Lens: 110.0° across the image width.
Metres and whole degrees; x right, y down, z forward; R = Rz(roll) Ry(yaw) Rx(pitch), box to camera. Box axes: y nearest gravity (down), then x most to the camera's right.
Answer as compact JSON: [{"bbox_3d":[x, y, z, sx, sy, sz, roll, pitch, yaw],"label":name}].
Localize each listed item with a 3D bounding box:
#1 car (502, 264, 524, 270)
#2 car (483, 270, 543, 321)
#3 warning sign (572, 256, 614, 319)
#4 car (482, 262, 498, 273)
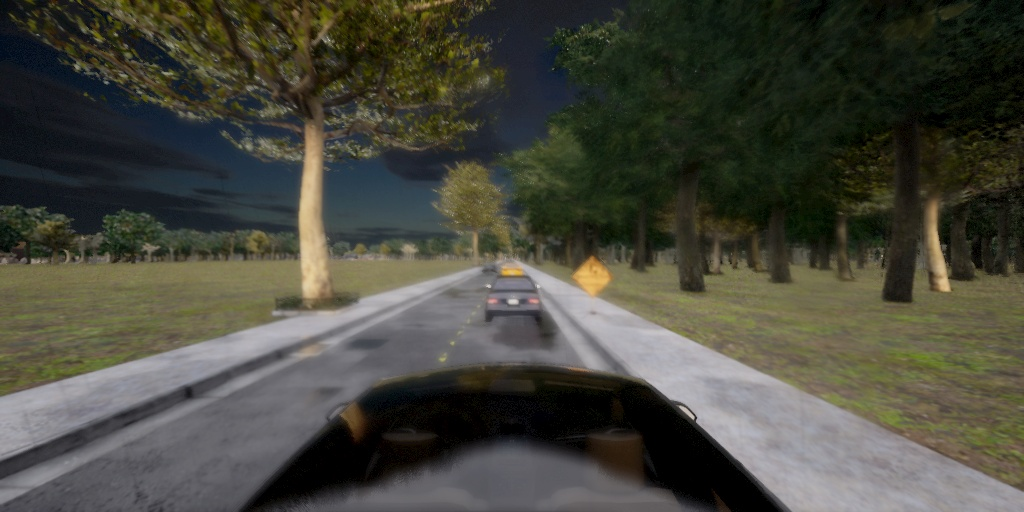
[{"bbox_3d":[0.077,1.458,34.214,1.882,1.535,5.008,0,0,0],"label":"car"},{"bbox_3d":[0.062,1.382,12.805,2.033,1.411,5.357,0,0,0],"label":"car"},{"bbox_3d":[2.514,0.938,11.131,1.300,1.860,1.060,0,0,0],"label":"warning sign"},{"bbox_3d":[-2.854,1.574,47.505,1.837,1.490,4.892,0,-1,0],"label":"car"}]
